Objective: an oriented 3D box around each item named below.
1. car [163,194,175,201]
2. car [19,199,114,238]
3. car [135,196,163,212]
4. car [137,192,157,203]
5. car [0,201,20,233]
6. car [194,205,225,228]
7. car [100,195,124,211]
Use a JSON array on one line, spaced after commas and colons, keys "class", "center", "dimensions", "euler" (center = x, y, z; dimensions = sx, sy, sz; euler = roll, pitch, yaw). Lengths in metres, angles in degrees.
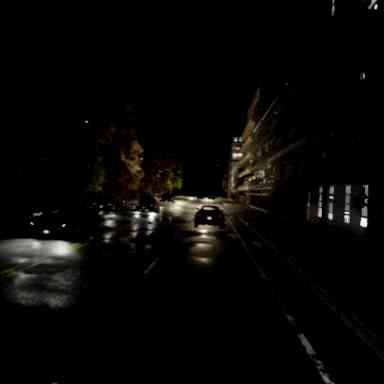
[{"class": "car", "center": [-3.605, 0.982, 50.808], "dimensions": [1.812, 1.442, 4.674], "euler": [3, 0, 3]}, {"class": "car", "center": [-5.778, 1.244, 16.214], "dimensions": [2.033, 1.411, 5.357], "euler": [3, 0, 3]}, {"class": "car", "center": [-4.596, 1.279, 35.034], "dimensions": [1.812, 1.442, 4.674], "euler": [3, 0, 4]}, {"class": "car", "center": [-6.845, 0.814, 51.001], "dimensions": [2.128, 1.511, 4.902], "euler": [3, 0, 3]}, {"class": "car", "center": [-9.083, 1.089, 15.350], "dimensions": [1.994, 1.385, 4.181], "euler": [3, 0, 3]}, {"class": "car", "center": [1.219, 1.622, 22.860], "dimensions": [1.994, 1.385, 4.181], "euler": [3, 0, 3]}, {"class": "car", "center": [-8.021, 1.083, 32.486], "dimensions": [1.837, 1.490, 4.892], "euler": [3, -1, 4]}]
